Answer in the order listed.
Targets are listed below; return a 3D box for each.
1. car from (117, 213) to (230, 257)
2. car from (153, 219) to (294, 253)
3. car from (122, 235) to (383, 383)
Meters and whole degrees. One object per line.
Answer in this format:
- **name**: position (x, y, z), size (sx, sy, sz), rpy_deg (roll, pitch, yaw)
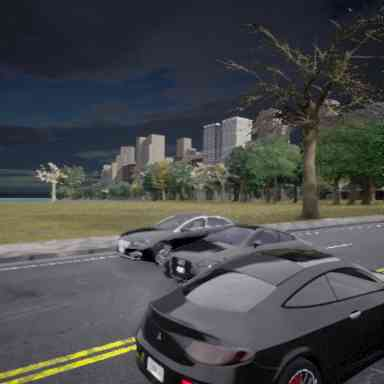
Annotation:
- **car**: position (-0.149, 1.498, 11.564), size (4.902, 1.511, 2.128), rpy_deg (0, 0, -36)
- **car**: position (1.364, 1.570, 8.652), size (4.181, 1.385, 1.994), rpy_deg (0, 0, -36)
- **car**: position (1.519, 1.530, 4.539), size (4.674, 1.442, 1.812), rpy_deg (0, 0, -36)
